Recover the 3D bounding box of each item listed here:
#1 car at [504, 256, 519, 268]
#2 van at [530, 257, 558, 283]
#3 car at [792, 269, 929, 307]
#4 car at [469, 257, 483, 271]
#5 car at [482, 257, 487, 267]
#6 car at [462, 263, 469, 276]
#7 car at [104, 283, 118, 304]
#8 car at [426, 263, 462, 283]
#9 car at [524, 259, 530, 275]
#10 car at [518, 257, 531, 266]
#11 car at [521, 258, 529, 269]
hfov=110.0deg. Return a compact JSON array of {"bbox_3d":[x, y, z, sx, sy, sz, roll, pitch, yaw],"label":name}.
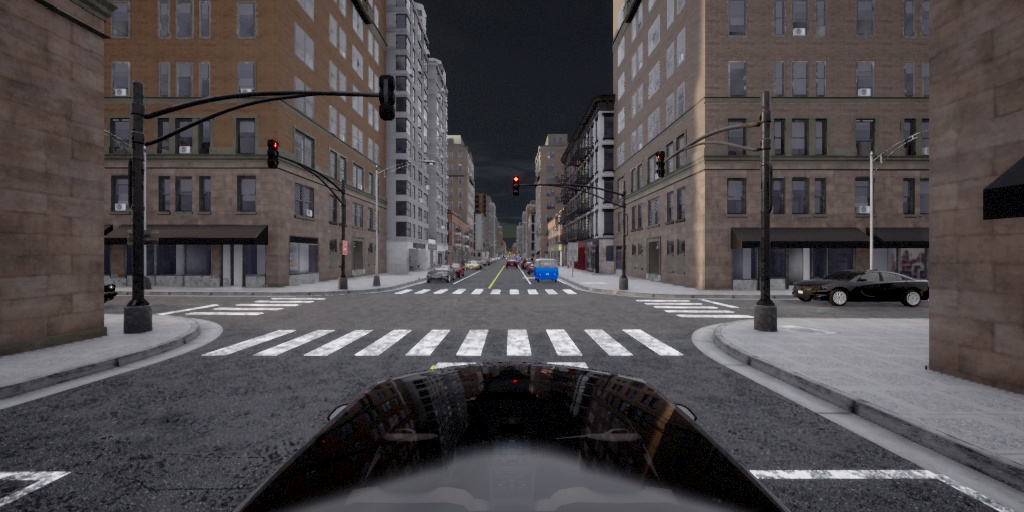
[{"bbox_3d":[-0.023,1.215,60.080,1.882,1.535,5.008,0,0,0],"label":"car"},{"bbox_3d":[2.581,1.089,27.919,1.690,1.789,3.998,0,0,0],"label":"van"},{"bbox_3d":[15.193,1.328,15.785,5.008,1.535,1.882,0,0,0],"label":"car"},{"bbox_3d":[-5.492,1.269,50.452,1.751,1.417,4.829,0,0,0],"label":"car"},{"bbox_3d":[-5.504,1.305,56.304,1.948,1.339,4.313,0,0,0],"label":"car"},{"bbox_3d":[-5.456,1.293,33.575,1.888,1.381,4.507,0,0,0],"label":"car"},{"bbox_3d":[-17.227,1.254,12.719,4.718,1.301,1.895,0,0,-2],"label":"car"},{"bbox_3d":[-5.444,1.299,27.894,2.007,1.370,4.403,0,0,0],"label":"car"},{"bbox_3d":[2.557,1.330,39.282,1.802,1.307,4.207,0,0,0],"label":"car"},{"bbox_3d":[2.521,1.054,56.327,2.192,1.841,5.009,0,0,0],"label":"car"},{"bbox_3d":[2.533,1.326,50.645,1.802,1.307,4.207,0,0,0],"label":"car"}]
